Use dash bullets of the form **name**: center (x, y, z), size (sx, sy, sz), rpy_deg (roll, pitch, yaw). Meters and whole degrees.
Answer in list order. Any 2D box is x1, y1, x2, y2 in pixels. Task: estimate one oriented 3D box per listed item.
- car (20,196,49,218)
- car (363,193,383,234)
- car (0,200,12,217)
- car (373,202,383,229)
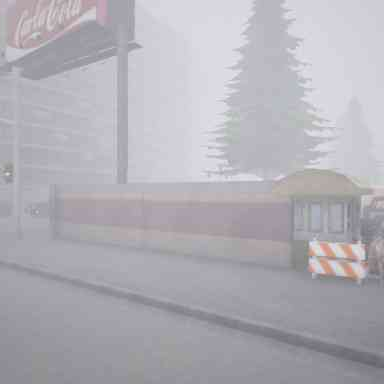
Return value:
- **car**: center (-12.424, 1.222, 30.857), size (2.150, 2.045, 5.566), rpy_deg (0, 0, 35)
- **car**: center (10.719, 1.149, 16.598), size (3.866, 1.878, 1.905), rpy_deg (0, 0, 35)
- **car**: center (-17.706, 1.505, 29.452), size (1.837, 1.490, 4.892), rpy_deg (0, 0, 35)
- **car**: center (12.661, 1.338, 18.653), size (4.193, 1.474, 1.816), rpy_deg (0, 0, 35)
